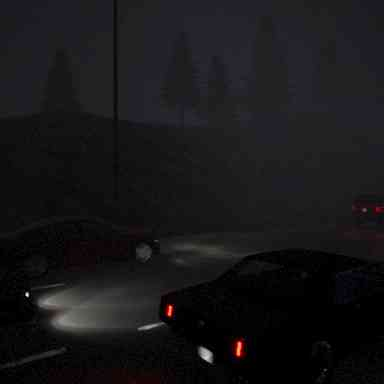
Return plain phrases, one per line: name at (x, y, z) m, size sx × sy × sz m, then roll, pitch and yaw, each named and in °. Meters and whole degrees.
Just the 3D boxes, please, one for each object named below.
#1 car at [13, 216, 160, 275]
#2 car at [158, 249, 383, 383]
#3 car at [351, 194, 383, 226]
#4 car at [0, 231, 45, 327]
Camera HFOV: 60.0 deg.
car at (-3.325, 1.467, 9.979) m, size 5.008 × 1.535 × 1.882 m, roll 0°, pitch 0°, yaw -35°
car at (1.961, 1.584, 5.149) m, size 4.718 × 1.301 × 1.895 m, roll 0°, pitch 0°, yaw -35°
car at (12.360, 1.138, 21.175) m, size 5.566 × 2.045 × 2.150 m, roll 0°, pitch 0°, yaw -36°
car at (-5.093, 1.554, 4.414) m, size 5.357 × 1.411 × 2.033 m, roll 0°, pitch 0°, yaw -35°
